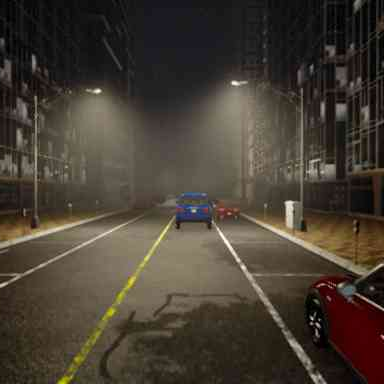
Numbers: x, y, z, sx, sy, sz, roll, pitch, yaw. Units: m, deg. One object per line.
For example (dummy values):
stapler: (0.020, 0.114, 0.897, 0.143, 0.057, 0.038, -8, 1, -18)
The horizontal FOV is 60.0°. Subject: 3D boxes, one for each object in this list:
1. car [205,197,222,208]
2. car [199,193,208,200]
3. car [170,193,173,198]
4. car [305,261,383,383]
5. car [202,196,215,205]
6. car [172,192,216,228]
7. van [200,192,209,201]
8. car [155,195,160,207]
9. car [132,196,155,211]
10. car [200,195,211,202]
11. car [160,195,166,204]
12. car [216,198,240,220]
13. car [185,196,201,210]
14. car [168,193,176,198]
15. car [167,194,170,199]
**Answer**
car: (2.697, 1.361, 43.395, 1.947, 1.339, 4.313, 0, 0, 0)
car: (2.702, 1.042, 77.547, 1.967, 1.590, 4.097, 0, 0, 0)
car: (-5.678, 1.057, 88.773, 1.752, 1.417, 4.829, 0, 0, 0)
car: (2.692, 1.425, 3.548, 1.967, 1.590, 4.097, 0, 0, 0)
car: (2.698, 1.300, 54.779, 1.947, 1.339, 4.313, 0, 0, 0)
car: (0.104, 1.130, 21.368, 2.150, 2.045, 5.566, 0, 1, 0)
van: (2.701, 0.977, 71.856, 1.690, 1.788, 3.998, 0, 0, 0)
car: (-5.684, 1.377, 43.404, 1.802, 1.307, 4.206, 0, 0, 0)
car: (-5.684, 1.370, 37.710, 1.887, 1.381, 4.507, 0, 0, 0)
car: (2.700, 1.235, 66.163, 1.947, 1.339, 4.313, 0, 0, 0)
car: (-5.682, 1.278, 54.788, 1.887, 1.381, 4.507, 0, 0, 0)
car: (2.695, 1.428, 26.318, 1.887, 1.381, 4.507, 0, 0, 0)
car: (0.105, 1.314, 41.029, 1.837, 1.490, 4.892, 0, 1, 0)
car: (-5.678, 1.045, 94.636, 2.008, 1.369, 4.403, 0, 0, 0)
car: (-5.682, 1.268, 60.481, 1.947, 1.339, 4.313, 0, 0, 0)
